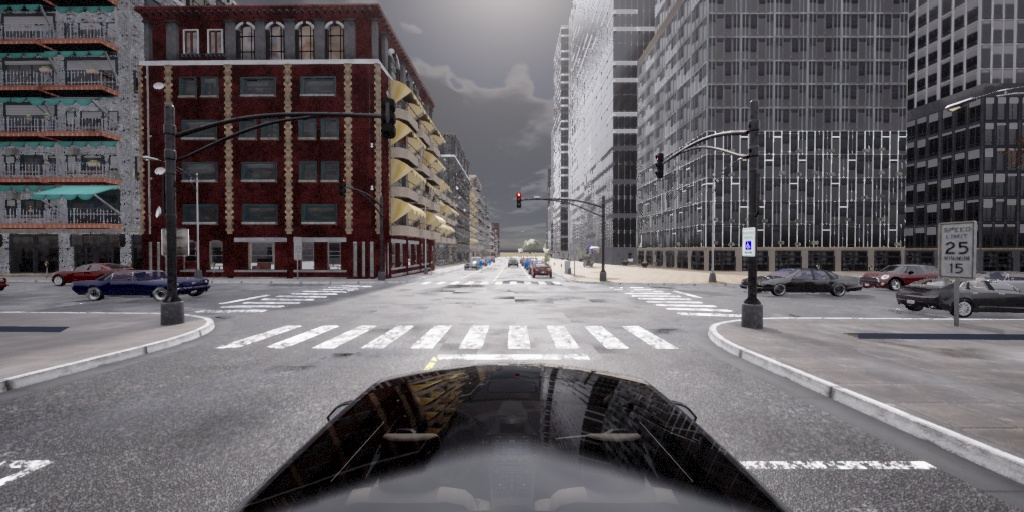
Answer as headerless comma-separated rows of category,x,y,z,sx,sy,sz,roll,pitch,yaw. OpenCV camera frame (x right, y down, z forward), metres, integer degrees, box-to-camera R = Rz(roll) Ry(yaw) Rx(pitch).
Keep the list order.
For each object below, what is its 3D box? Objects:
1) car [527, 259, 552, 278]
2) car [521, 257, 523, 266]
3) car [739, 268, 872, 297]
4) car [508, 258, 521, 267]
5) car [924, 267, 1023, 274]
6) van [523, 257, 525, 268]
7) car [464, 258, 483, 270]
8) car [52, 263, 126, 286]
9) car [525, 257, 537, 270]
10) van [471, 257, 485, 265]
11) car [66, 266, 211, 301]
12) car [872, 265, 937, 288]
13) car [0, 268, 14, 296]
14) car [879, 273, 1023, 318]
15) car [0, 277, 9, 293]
car,2.726,1.271,33.404,1.888,1.381,4.507,0,0,0
car,2.775,1.240,55.987,1.888,1.381,4.507,0,0,0
car,15.226,1.342,19.001,5.357,1.411,2.033,0,1,1
car,0.237,1.281,64.045,1.895,1.301,4.718,0,0,0
car,25.252,1.443,18.836,4.718,1.301,1.895,0,1,1
van,2.763,1.044,50.341,1.690,1.789,3.998,0,0,0
car,-5.585,1.269,50.326,1.948,1.339,4.313,0,0,0
car,-25.812,1.110,22.356,4.507,1.381,1.888,0,0,1
car,2.739,1.159,39.049,1.967,1.591,4.097,0,0,0
van,-5.573,1.036,55.973,1.690,1.789,3.998,0,0,0
car,-16.643,1.299,16.304,4.718,1.301,1.895,0,1,1
car,23.417,1.230,21.599,4.097,1.591,1.967,0,0,1
car,-26.522,1.255,16.463,4.718,1.301,1.895,0,1,1
car,16.739,1.445,13.066,4.403,1.370,2.007,0,0,1
car,-22.598,1.259,13.692,4.507,1.381,1.888,0,0,1
